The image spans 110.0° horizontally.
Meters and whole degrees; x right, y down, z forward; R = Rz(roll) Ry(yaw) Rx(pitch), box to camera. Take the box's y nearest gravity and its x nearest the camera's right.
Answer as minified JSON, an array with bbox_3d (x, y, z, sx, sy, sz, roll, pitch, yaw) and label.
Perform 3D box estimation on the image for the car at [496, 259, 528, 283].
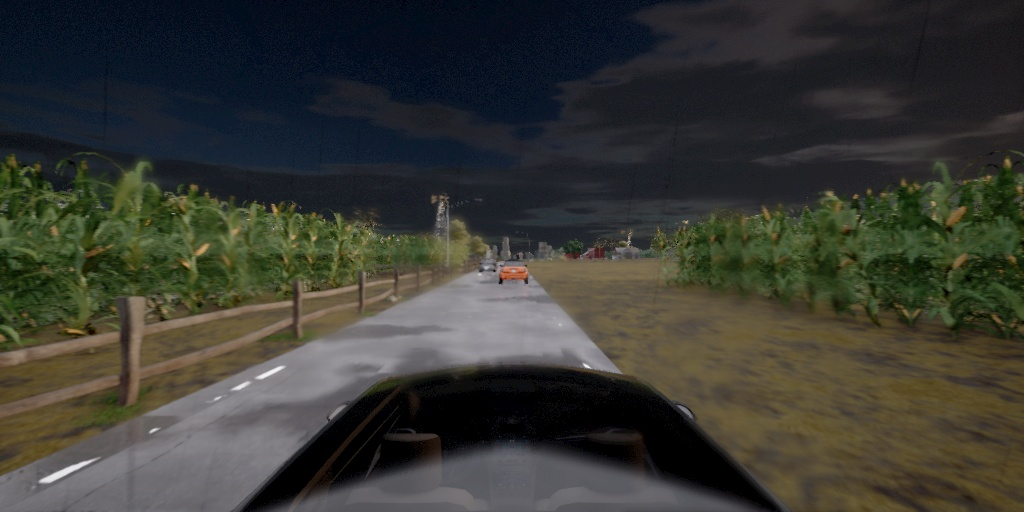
[{"bbox_3d":[0.118,1.061,27.272,2.097,1.767,4.553,0,0,0],"label":"car"}]

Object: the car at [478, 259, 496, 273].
[{"bbox_3d":[-2.735,1.148,41.052,2.128,1.511,4.902,0,0,0],"label":"car"}]
